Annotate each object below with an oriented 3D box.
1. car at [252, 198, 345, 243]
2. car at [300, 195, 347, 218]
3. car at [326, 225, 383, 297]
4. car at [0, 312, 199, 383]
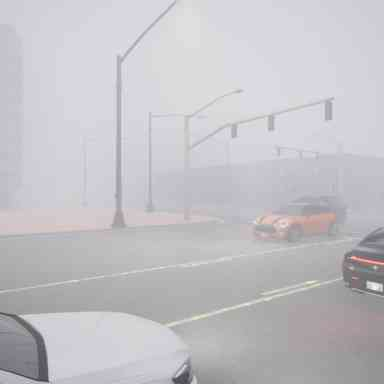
[{"bbox_3d":[5.058,1.352,16.149,4.553,1.767,2.097,0,0,-35],"label":"car"},{"bbox_3d":[8.389,1.221,22.789,5.566,2.045,2.150,0,0,-36],"label":"car"},{"bbox_3d":[5.376,1.505,7.574,4.892,1.490,1.837,0,0,-35],"label":"car"},{"bbox_3d":[-2.103,1.526,2.248,4.674,1.442,1.812,0,0,-35],"label":"car"}]
